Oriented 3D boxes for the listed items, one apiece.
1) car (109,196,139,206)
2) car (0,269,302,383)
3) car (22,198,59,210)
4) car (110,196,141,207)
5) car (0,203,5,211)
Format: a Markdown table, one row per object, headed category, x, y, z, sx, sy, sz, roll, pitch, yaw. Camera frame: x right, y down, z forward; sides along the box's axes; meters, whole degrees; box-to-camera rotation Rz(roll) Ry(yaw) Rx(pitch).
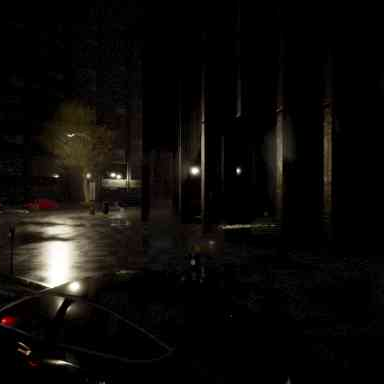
| category | x | y | z | sx | sy | sz | roll | pitch | yaw |
| --- | --- | --- | --- | --- | --- | --- | --- | --- | --- |
| car | -10.715 | 1.421 | 52.524 | 1.812 | 1.442 | 4.674 | 0 | 1 | 35 |
| car | -1.013 | 1.566 | 3.674 | 4.313 | 1.339 | 1.947 | 0 | 0 | 35 |
| car | -18.724 | 1.486 | 41.211 | 1.994 | 1.385 | 4.181 | 0 | 0 | 34 |
| car | -9.384 | 1.440 | 48.780 | 1.812 | 1.442 | 4.674 | 0 | 0 | 35 |
| car | -20.908 | 1.483 | 32.462 | 1.812 | 1.442 | 4.674 | 0 | 0 | 36 |
